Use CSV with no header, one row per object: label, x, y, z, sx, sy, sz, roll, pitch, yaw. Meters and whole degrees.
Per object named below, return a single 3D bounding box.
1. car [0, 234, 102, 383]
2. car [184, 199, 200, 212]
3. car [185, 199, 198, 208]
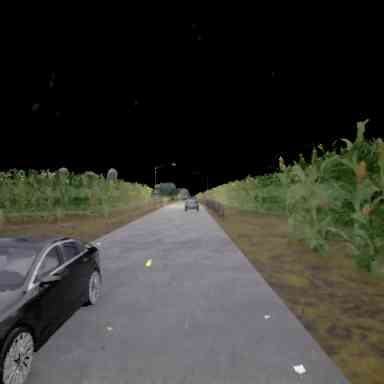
car,-2.836,1.507,5.225,2.128,1.511,4.902,0,0,0
car,-0.010,1.662,42.419,2.128,1.511,4.902,0,0,0
car,-0.010,1.816,52.916,1.994,1.385,4.181,0,0,0
